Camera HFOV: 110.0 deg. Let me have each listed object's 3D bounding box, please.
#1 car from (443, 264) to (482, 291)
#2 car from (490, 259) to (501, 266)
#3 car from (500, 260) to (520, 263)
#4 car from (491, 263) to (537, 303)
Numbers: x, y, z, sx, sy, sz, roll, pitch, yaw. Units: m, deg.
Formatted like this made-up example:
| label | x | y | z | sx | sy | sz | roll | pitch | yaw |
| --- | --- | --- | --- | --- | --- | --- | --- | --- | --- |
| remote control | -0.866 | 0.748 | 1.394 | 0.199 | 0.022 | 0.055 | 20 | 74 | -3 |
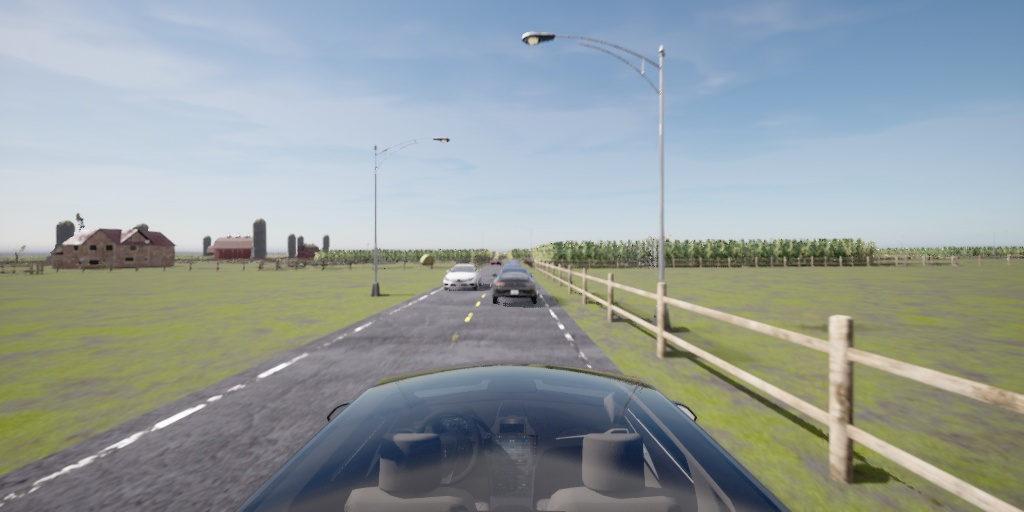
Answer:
| label | x | y | z | sx | sy | sz | roll | pitch | yaw |
| --- | --- | --- | --- | --- | --- | --- | --- | --- | --- |
| car | -2.847 | 1.200 | 21.429 | 1.812 | 1.442 | 4.674 | 0 | 0 | 0 |
| car | -2.771 | 1.124 | 63.429 | 1.895 | 1.301 | 4.718 | 0 | 0 | 1 |
| car | 0.101 | 1.161 | 37.922 | 2.033 | 1.411 | 5.357 | 0 | 0 | 0 |
| car | 0.102 | 1.220 | 16.114 | 1.812 | 1.442 | 4.674 | 0 | 0 | 0 |
